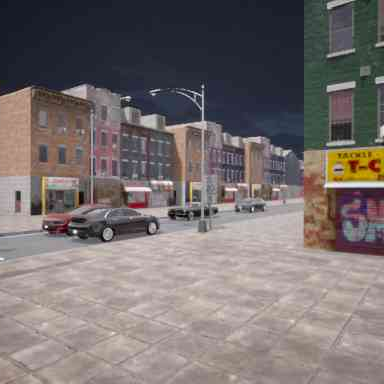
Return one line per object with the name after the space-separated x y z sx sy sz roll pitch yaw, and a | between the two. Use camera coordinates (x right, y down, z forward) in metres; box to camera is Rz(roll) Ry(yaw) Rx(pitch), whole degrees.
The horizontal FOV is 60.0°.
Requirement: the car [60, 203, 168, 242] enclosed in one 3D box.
-3.595 1.444 16.210 1.837 1.490 4.892 0 0 36 | car

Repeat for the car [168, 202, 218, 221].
0.120 1.473 26.291 1.895 1.301 4.718 0 0 36 | car

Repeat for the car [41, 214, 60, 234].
-5.665 1.403 18.203 1.882 1.535 5.008 0 0 34 | car

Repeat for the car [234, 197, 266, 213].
6.156 1.324 34.679 1.837 1.490 4.892 0 0 36 | car
